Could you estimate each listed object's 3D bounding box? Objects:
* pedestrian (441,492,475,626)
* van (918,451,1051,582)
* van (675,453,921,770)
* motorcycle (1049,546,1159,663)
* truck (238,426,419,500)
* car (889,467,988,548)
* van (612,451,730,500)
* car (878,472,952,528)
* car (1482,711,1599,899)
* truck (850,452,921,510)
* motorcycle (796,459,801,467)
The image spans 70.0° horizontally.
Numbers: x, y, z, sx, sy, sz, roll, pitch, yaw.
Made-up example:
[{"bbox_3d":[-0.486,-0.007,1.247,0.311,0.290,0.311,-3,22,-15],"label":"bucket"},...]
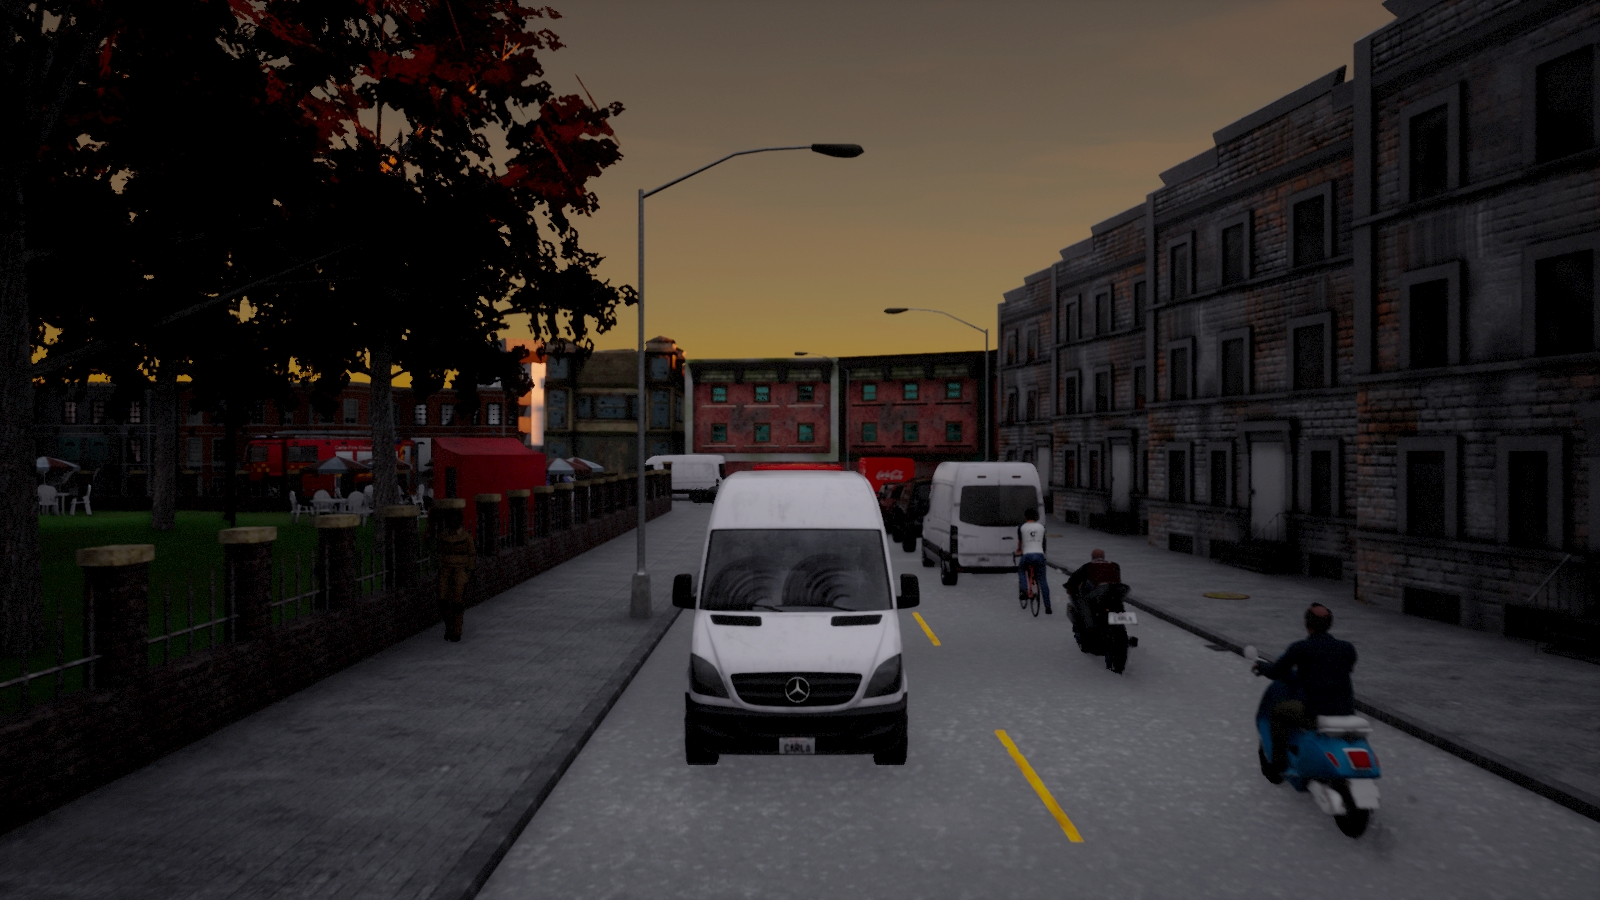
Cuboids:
[{"bbox_3d":[-4.824,1.525,16.118,0.375,1.860,0.375,0,0,0],"label":"pedestrian"},{"bbox_3d":[3.945,1.315,25.476,1.988,2.561,5.915,0,0,0],"label":"van"},{"bbox_3d":[-0.030,1.315,12.223,1.988,2.561,5.915,0,0,0],"label":"van"},{"bbox_3d":[3.966,1.985,15.121,0.867,1.251,2.209,0,0,0],"label":"motorcycle"},{"bbox_3d":[-25.013,0.671,60.930,8.468,3.827,2.891,0,0,-1],"label":"truck"},{"bbox_3d":[3.881,1.560,32.899,2.150,2.045,5.566,0,0,0],"label":"car"},{"bbox_3d":[-6.863,1.316,60.824,5.915,2.561,1.988,0,0,10],"label":"van"},{"bbox_3d":[3.925,1.686,39.694,2.097,1.767,4.553,0,0,0],"label":"car"},{"bbox_3d":[3.998,1.841,2.372,2.231,1.480,4.892,0,0,0],"label":"car"},{"bbox_3d":[3.796,1.350,51.861,2.627,2.467,5.204,0,0,-2],"label":"truck"},{"bbox_3d":[-0.231,1.963,179.431,0.856,1.236,1.805,0,0,0],"label":"motorcycle"}]
